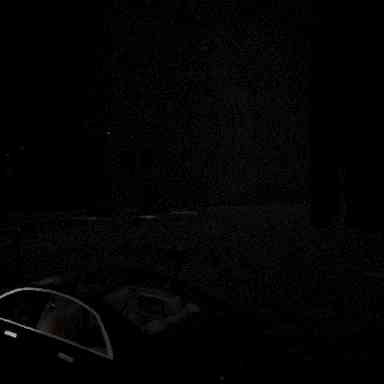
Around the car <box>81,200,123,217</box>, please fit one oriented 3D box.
[{"bbox_3d":[-11.301,2.028,42.061,2.150,2.045,5.566,-1,-1,36],"label":"car"}]

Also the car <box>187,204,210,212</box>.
[{"bbox_3d":[1.170,2.814,59.249,1.895,1.301,4.718,-1,-1,36],"label":"car"}]

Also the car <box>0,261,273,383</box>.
[{"bbox_3d":[-1.290,1.574,3.885,4.403,1.369,2.008,-1,0,35],"label":"car"}]

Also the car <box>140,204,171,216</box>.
[{"bbox_3d":[-4.915,2.376,45.355,1.882,1.535,5.008,-1,-1,36],"label":"car"}]
